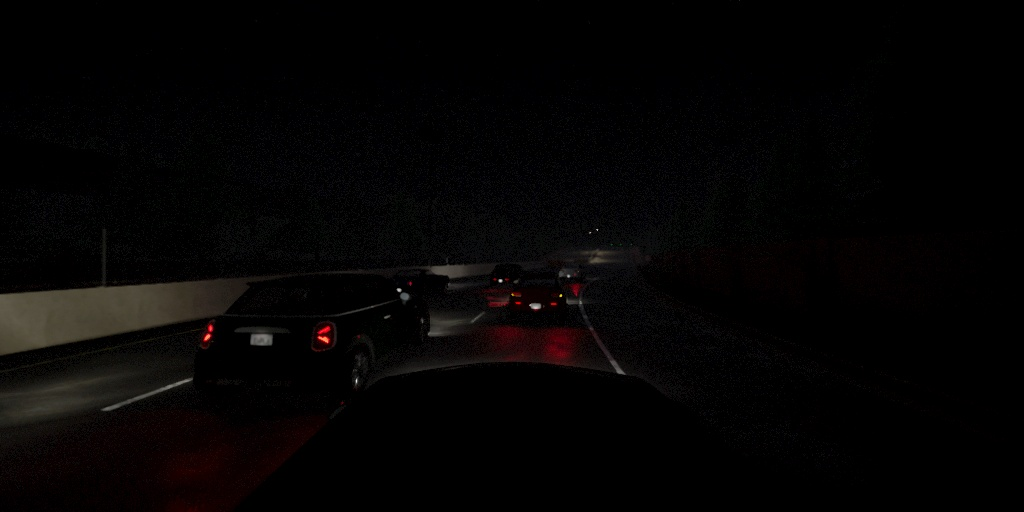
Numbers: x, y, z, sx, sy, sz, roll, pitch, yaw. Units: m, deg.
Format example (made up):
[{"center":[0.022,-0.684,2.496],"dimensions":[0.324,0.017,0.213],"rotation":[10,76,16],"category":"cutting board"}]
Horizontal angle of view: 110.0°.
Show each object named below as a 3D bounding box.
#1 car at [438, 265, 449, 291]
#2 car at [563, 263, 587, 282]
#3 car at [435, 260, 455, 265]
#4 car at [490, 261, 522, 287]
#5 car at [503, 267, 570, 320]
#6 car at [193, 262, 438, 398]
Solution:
[{"center":[-5.015,1.351,19.344],"dimensions":[1.895,1.301,4.718],"rotation":[0,0,11],"category":"car"},{"center":[5.115,1.338,30.217],"dimensions":[1.812,1.442,4.674],"rotation":[0,0,17],"category":"car"},{"center":[-8.804,1.269,44.707],"dimensions":[1.837,1.490,4.892],"rotation":[0,0,18],"category":"car"},{"center":[-0.104,1.287,24.852],"dimensions":[1.837,1.490,4.892],"rotation":[0,0,15],"category":"car"},{"center":[0.990,1.295,12.750],"dimensions":[1.812,1.442,4.674],"rotation":[0,0,7],"category":"car"},{"center":[-3.091,1.094,6.713],"dimensions":[2.097,1.767,4.553],"rotation":[0,0,3],"category":"car"}]
